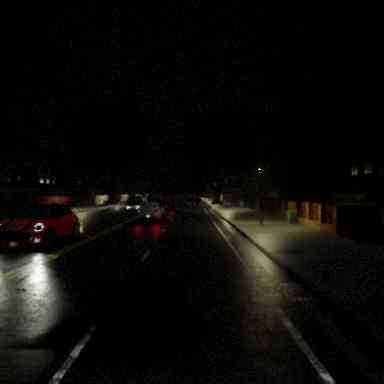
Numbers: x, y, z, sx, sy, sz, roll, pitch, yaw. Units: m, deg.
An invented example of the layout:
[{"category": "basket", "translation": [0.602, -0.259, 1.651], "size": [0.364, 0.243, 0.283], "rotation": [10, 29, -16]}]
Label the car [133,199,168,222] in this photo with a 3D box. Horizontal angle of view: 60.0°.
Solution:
[{"category": "car", "translation": [-3.143, 1.514, 26.151], "size": [1.812, 1.442, 4.674], "rotation": [0, 0, 0]}]

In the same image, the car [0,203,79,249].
[{"category": "car", "translation": [-6.597, 1.336, 14.488], "size": [2.097, 1.767, 4.553], "rotation": [0, 0, 0]}]

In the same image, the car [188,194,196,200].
[{"category": "car", "translation": [0.022, 1.401, 94.505], "size": [2.128, 1.511, 4.902], "rotation": [0, 0, 0]}]

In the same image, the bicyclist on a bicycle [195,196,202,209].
[{"category": "bicyclist on a bicycle", "translation": [0.903, 1.375, 42.495], "size": [0.659, 1.776, 1.843], "rotation": [0, 0, 0]}]

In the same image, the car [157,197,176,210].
[{"category": "car", "translation": [-3.138, 1.531, 43.147], "size": [1.812, 1.442, 4.674], "rotation": [0, 0, 0]}]

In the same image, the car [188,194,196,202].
[{"category": "car", "translation": [0.018, 1.558, 76.225], "size": [1.812, 1.442, 4.674], "rotation": [0, 0, 0]}]

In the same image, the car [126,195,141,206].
[{"category": "car", "translation": [-9.781, 1.371, 56.524], "size": [2.097, 1.767, 4.553], "rotation": [0, 0, 1]}]

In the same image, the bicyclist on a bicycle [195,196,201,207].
[{"category": "bicyclist on a bicycle", "translation": [0.900, 1.451, 51.540], "size": [0.866, 1.612, 1.509], "rotation": [0, 0, 0]}]

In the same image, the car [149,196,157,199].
[{"category": "car", "translation": [-6.531, 1.522, 56.499], "size": [1.837, 1.490, 4.892], "rotation": [0, 0, 1]}]
